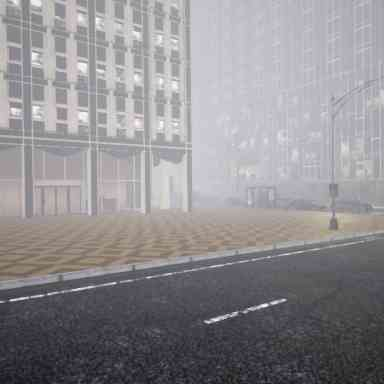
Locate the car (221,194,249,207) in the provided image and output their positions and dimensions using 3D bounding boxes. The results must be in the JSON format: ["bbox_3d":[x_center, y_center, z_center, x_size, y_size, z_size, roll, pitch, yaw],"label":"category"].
[{"bbox_3d":[6.392,1.318,45.966,1.947,1.339,4.313,-1,1,-34],"label":"car"}]

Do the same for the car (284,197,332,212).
[{"bbox_3d":[12.733,1.422,36.530,1.947,1.339,4.313,-1,1,-34],"label":"car"}]

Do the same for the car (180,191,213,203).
[{"bbox_3d":[0.689,0.803,59.081,2.150,2.045,5.566,-1,1,-34],"label":"car"}]

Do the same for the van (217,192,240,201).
[{"bbox_3d":[6.957,0.853,60.103,1.690,1.788,3.998,-1,1,-34],"label":"van"}]

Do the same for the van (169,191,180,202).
[{"bbox_3d":[-3.168,0.936,60.080,1.690,1.788,3.998,0,1,-34],"label":"van"}]

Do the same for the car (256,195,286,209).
[{"bbox_3d":[9.545,1.386,41.238,1.802,1.307,4.206,-1,1,-34],"label":"car"}]

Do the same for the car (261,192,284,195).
[{"bbox_3d":[10.933,0.970,43.979,2.150,2.045,5.566,-1,1,-34],"label":"car"}]

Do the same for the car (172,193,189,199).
[{"bbox_3d":[-2.647,0.934,74.194,1.802,1.307,4.206,0,1,-34],"label":"car"}]

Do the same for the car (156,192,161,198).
[{"bbox_3d":[-5.849,0.613,78.887,2.192,1.841,5.009,0,1,-34],"label":"car"}]

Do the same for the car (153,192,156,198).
[{"bbox_3d":[-9.051,0.684,83.584,1.967,1.590,4.097,0,1,-34],"label":"car"}]

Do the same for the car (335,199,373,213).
[{"bbox_3d":[16.820,1.406,35.348,1.994,1.385,4.181,-1,1,-34],"label":"car"}]

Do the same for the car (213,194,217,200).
[{"bbox_3d":[3.756,1.041,64.802,1.802,1.307,4.206,-1,1,-34],"label":"car"}]
